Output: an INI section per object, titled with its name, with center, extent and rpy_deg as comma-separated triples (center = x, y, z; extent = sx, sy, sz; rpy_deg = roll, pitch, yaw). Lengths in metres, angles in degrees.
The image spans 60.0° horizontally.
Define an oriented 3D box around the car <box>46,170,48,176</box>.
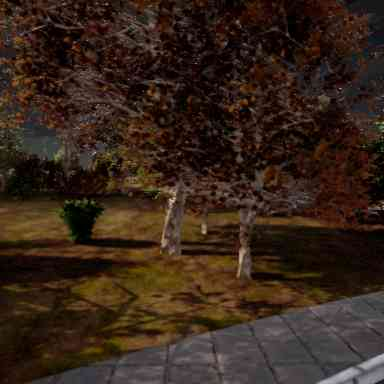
[car]
center = -32.967, -4.254, 78.598
extent = 2.185, 1.767, 4.553
rpy_deg = 5, 3, 39
